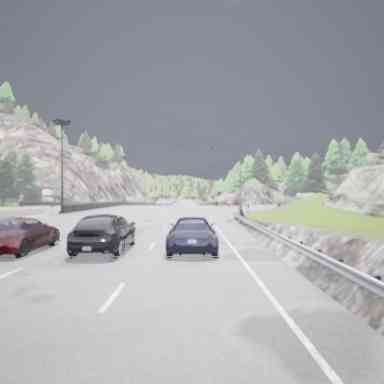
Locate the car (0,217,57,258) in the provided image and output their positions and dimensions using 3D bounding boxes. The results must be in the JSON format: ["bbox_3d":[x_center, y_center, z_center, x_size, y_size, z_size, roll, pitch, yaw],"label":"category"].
[{"bbox_3d":[-6.992,1.702,13.424,1.994,1.385,4.181,0,0,0],"label":"car"}]

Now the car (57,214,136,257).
[{"bbox_3d":[-3.496,1.646,13.521,1.837,1.490,4.892,0,0,0],"label":"car"}]

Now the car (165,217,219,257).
[{"bbox_3d":[0.006,1.704,13.539,1.994,1.385,4.181,0,0,0],"label":"car"}]
